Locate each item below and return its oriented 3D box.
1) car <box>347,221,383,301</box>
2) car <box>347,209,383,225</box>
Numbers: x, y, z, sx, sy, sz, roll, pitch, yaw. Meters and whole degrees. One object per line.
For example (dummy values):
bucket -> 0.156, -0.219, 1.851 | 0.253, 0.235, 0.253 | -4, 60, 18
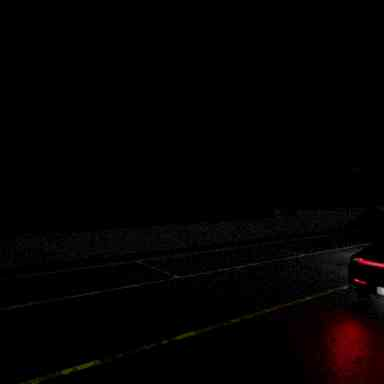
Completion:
car -> 5.299, 1.493, 7.095 | 4.902, 1.511, 2.128 | 0, 0, -35
car -> 9.998, 1.567, 17.645 | 4.313, 1.339, 1.947 | 0, 0, -36
